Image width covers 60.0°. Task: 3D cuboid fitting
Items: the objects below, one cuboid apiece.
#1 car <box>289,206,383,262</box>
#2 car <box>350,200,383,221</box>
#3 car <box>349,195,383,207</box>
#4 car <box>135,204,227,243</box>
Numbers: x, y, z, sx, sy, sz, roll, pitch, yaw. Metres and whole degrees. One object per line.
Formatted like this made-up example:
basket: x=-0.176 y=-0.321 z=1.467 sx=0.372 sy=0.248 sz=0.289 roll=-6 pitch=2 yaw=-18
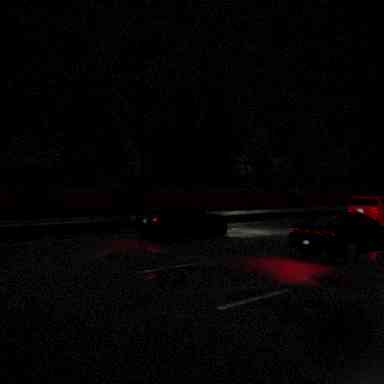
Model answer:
car: x=5.678 y=1.478 z=12.178 sx=5.008 sy=1.535 sz=1.882 roll=0 pitch=0 yaw=-36
car: x=15.446 y=1.507 z=27.909 sx=4.892 sy=1.490 sz=1.837 roll=-1 pitch=0 yaw=-36
car: x=12.084 y=1.222 z=21.147 sx=5.566 sy=2.045 sz=2.150 roll=0 pitch=0 yaw=-36
car: x=-0.434 y=1.353 z=16.397 sx=4.553 sy=1.767 sz=2.097 roll=0 pitch=0 yaw=-36
